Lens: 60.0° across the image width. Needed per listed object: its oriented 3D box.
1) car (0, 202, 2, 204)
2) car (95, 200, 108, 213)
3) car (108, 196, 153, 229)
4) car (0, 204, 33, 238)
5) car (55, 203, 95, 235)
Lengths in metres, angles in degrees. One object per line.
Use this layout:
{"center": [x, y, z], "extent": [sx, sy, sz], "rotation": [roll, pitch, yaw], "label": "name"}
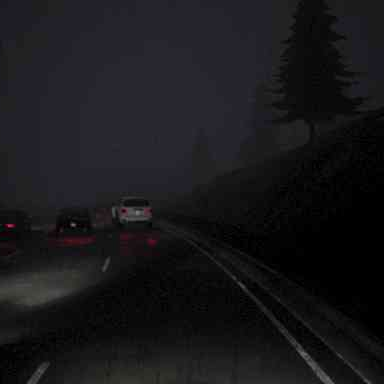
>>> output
{"center": [-19.293, 1.687, 32.403], "extent": [1.812, 1.442, 4.674], "rotation": [0, 0, -23], "label": "car"}
{"center": [-10.484, 1.668, 38.586], "extent": [1.812, 1.442, 4.674], "rotation": [0, 0, -22], "label": "car"}
{"center": [-4.147, 1.300, 22.614], "extent": [2.150, 2.045, 5.566], "rotation": [0, 0, -19], "label": "car"}
{"center": [-9.921, 1.634, 17.928], "extent": [2.033, 1.411, 5.357], "rotation": [0, 0, -18], "label": "car"}
{"center": [-6.884, 1.557, 19.642], "extent": [1.882, 1.535, 5.008], "rotation": [0, 0, -17], "label": "car"}
